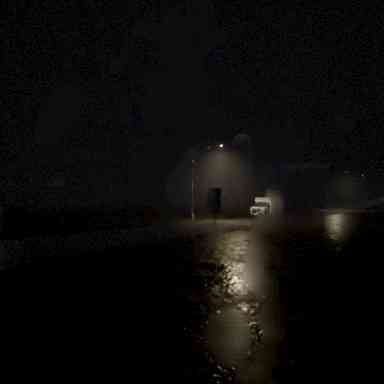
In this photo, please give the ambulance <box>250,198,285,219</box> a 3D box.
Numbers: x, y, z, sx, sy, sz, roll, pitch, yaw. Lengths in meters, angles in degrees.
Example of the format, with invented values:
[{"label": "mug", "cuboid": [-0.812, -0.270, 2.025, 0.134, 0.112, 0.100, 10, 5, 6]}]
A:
[{"label": "ambulance", "cuboid": [9.318, 1.955, 41.299, 2.351, 2.431, 6.366, 0, -1, 36]}]
